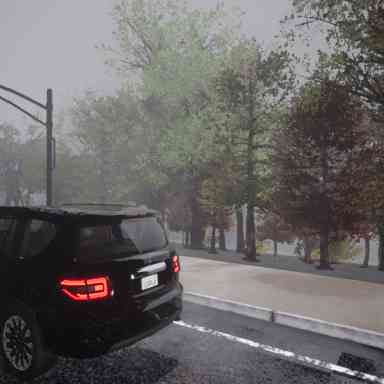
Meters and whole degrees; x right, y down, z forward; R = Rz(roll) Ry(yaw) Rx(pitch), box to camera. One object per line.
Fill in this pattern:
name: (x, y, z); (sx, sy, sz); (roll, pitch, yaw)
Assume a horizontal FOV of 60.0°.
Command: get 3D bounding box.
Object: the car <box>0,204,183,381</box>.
car: (-2.756, 1.221, 5.680); (5.566, 2.045, 2.150); (0, 0, 34)
